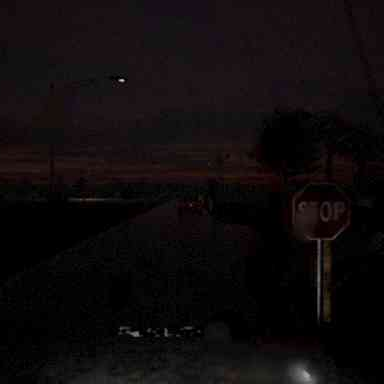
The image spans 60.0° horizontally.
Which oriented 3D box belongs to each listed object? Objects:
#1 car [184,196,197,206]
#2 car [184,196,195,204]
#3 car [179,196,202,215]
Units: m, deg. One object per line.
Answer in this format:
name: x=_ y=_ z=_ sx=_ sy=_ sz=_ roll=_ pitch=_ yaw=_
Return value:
car: x=-0.257 y=1.376 z=51.289 sx=1.812 sy=1.442 sz=4.674 roll=0 pitch=0 yaw=0
car: x=-0.427 y=1.477 z=62.421 sx=1.895 sy=1.301 sz=4.718 roll=0 pitch=0 yaw=0
car: x=-0.119 y=1.192 z=31.734 sx=2.097 sy=1.767 sz=4.553 roll=0 pitch=0 yaw=0
